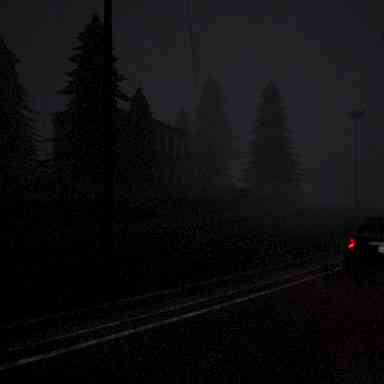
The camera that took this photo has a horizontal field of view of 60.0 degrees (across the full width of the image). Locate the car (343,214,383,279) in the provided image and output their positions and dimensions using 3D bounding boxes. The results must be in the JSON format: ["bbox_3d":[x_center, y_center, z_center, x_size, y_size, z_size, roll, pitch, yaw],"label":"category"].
[{"bbox_3d":[6.016,1.352,9.062,4.553,1.767,2.097,0,0,-42],"label":"car"}]
